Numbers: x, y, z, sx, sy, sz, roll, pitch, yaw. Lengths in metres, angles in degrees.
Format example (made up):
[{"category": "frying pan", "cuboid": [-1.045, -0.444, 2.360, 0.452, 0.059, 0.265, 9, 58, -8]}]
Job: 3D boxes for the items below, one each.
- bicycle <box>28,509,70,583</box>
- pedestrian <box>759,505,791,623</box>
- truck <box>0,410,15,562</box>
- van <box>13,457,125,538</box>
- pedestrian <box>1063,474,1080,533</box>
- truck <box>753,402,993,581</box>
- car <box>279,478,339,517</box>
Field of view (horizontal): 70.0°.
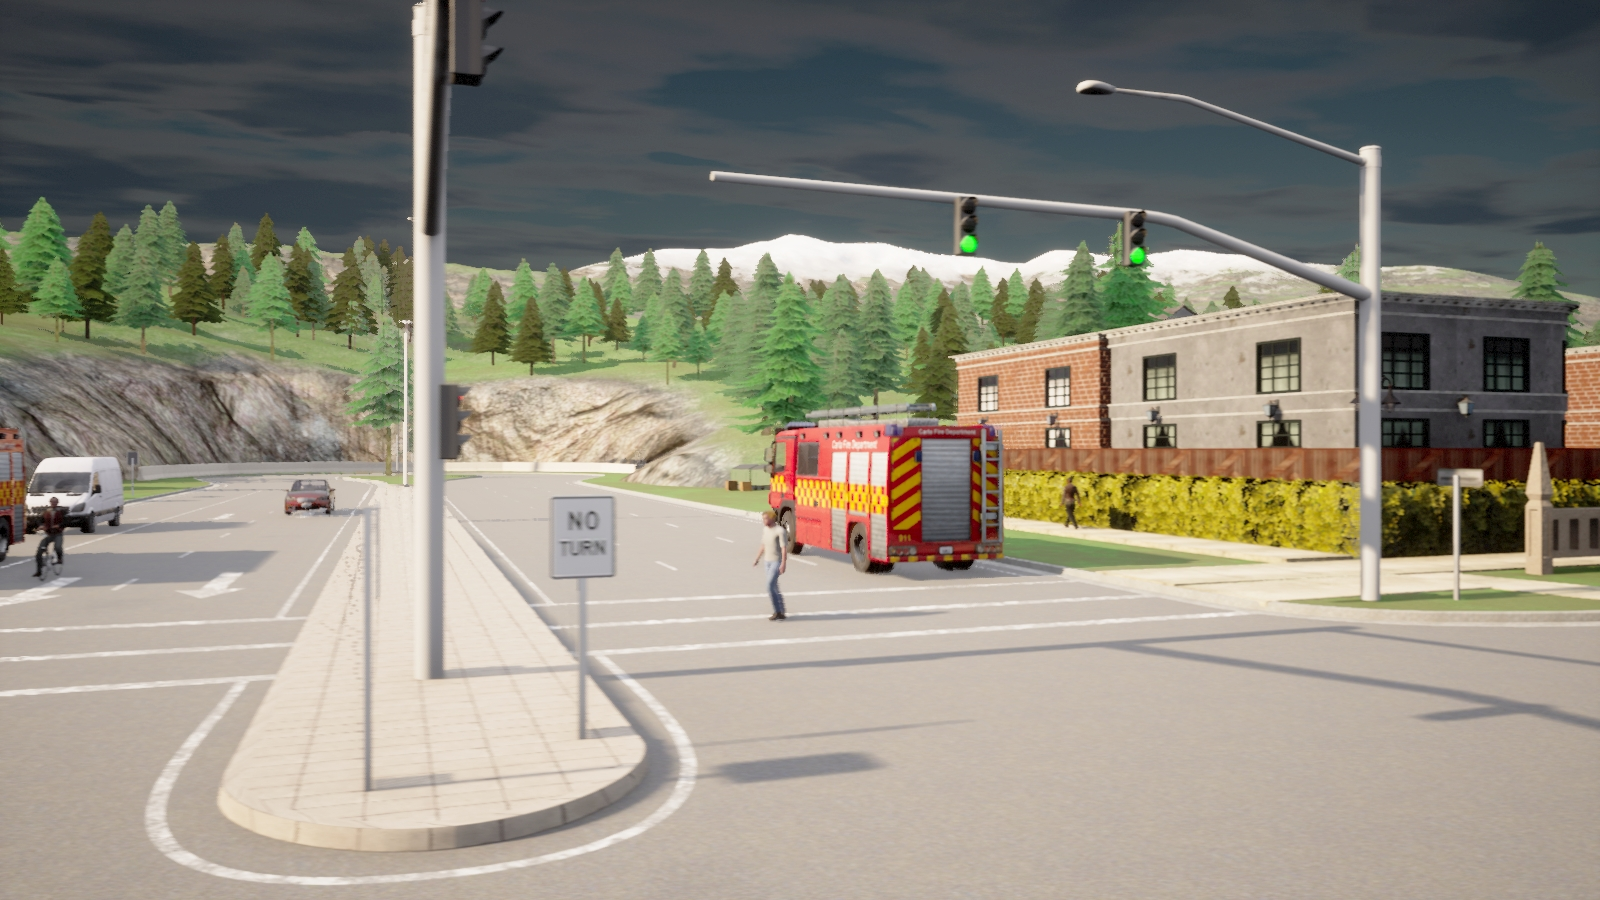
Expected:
[{"category": "bicycle", "cuboid": [-16.320, 2.061, 24.845, 0.329, 1.471, 1.835, 0, 0, -19]}, {"category": "pedestrian", "cuboid": [-0.409, 1.847, 18.622, 0.375, 1.860, 0.375, 0, 0, -39]}, {"category": "truck", "cuboid": [-20.477, 0.893, 25.407, 2.891, 3.827, 8.468, 0, 0, -19]}, {"category": "van", "cuboid": [-25.271, 1.536, 39.750, 1.988, 2.561, 5.915, 0, 0, -19]}, {"category": "pedestrian", "cuboid": [8.590, 1.692, 36.134, 0.375, 1.860, 0.375, 0, 0, -19]}, {"category": "truck", "cuboid": [1.477, 0.888, 28.821, 2.891, 3.827, 8.468, 0, 0, -20]}, {"category": "car", "cuboid": [-21.564, 2.048, 50.340, 2.128, 1.511, 4.902, 0, 0, -19]}]
